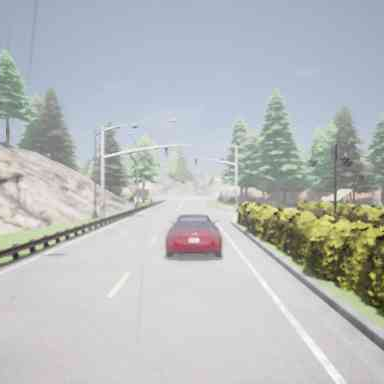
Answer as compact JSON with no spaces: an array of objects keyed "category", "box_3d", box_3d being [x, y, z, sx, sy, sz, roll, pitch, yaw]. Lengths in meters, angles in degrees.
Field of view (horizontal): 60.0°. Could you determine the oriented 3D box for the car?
[{"category":"car","box_3d":[0.066,1.533,12.792,1.994,1.385,4.181,0,0,0]}]
